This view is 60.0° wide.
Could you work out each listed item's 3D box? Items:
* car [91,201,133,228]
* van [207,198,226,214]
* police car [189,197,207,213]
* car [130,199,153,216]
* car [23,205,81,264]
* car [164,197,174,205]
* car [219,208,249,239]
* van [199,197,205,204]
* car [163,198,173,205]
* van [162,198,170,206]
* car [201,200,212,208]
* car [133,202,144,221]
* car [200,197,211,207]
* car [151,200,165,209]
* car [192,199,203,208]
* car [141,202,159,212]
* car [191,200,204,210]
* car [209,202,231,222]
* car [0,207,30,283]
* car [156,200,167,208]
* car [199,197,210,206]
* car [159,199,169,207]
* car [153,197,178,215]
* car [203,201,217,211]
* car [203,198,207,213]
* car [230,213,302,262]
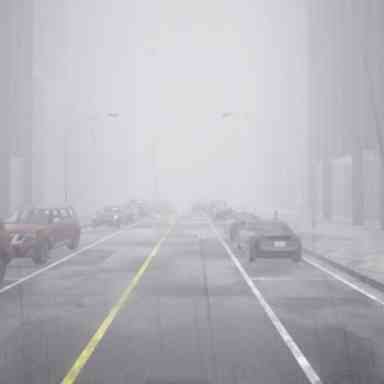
[{"bbox_3d":[-5.765,1.690,23.732,1.967,1.590,4.097,0,-1,0],"label":"car"},{"bbox_3d":[2.758,1.710,34.968,1.690,1.788,3.998,0,-1,0],"label":"van"},{"bbox_3d":[0.892,1.897,44.410,1.930,1.638,5.238,0,-1,0],"label":"police car"},{"bbox_3d":[-5.767,1.684,34.952,2.192,1.841,5.009,0,-1,0],"label":"car"},{"bbox_3d":[-5.763,1.446,12.515,2.192,1.841,5.009,0,-1,0],"label":"car"},{"bbox_3d":[-5.776,2.249,85.434,2.192,1.841,5.009,0,-1,0],"label":"car"},{"bbox_3d":[2.761,1.756,18.139,1.947,1.339,4.313,0,-1,0],"label":"car"},{"bbox_3d":[2.748,2.339,91.055,1.690,1.788,3.998,0,-1,0],"label":"van"},{"bbox_3d":[-5.775,2.309,79.824,1.967,1.590,4.097,0,-1,0],"label":"car"},{"bbox_3d":[-5.774,2.147,74.216,1.690,1.788,3.998,0,-1,0],"label":"van"},{"bbox_3d":[2.753,2.260,63.009,1.802,1.307,4.206,0,-1,0],"label":"car"},{"bbox_3d":[-5.767,1.860,29.340,2.008,1.369,4.403,0,-1,0],"label":"car"},{"bbox_3d":[2.752,2.056,68.621,2.192,1.841,5.009,0,-1,0],"label":"car"},{"bbox_3d":[-5.771,2.166,57.386,2.008,1.369,4.403,0,-1,0],"label":"car"},{"bbox_3d":[0.890,2.126,60.299,1.882,1.535,5.008,0,-1,0],"label":"car"},{"bbox_3d":[-5.769,2.057,46.168,1.947,1.339,4.313,0,-1,0],"label":"car"},{"bbox_3d":[0.843,2.060,54.292,1.882,1.535,5.008,0,-1,-1],"label":"car"},{"bbox_3d":[2.759,1.854,29.357,1.887,1.381,4.507,0,-1,0],"label":"car"},{"bbox_3d":[-5.762,1.388,6.906,2.192,1.841,5.009,0,-1,0],"label":"car"},{"bbox_3d":[-5.773,2.260,62.995,1.802,1.307,4.206,0,-1,0],"label":"car"},{"bbox_3d":[2.751,2.120,74.230,2.192,1.841,5.009,0,-1,0],"label":"car"},{"bbox_3d":[-5.773,2.265,68.434,1.752,1.417,4.829,0,-1,0],"label":"car"},{"bbox_3d":[-3.100,1.777,40.077,2.097,1.767,4.553,0,-1,0],"label":"car"},{"bbox_3d":[2.755,2.118,51.791,1.947,1.339,4.313,0,-1,0],"label":"car"},{"bbox_3d":[2.757,1.870,40.576,1.967,1.590,4.097,0,-1,0],"label":"car"},{"bbox_3d":[2.762,1.697,12.530,1.947,1.339,4.313,0,-1,0],"label":"car"}]
